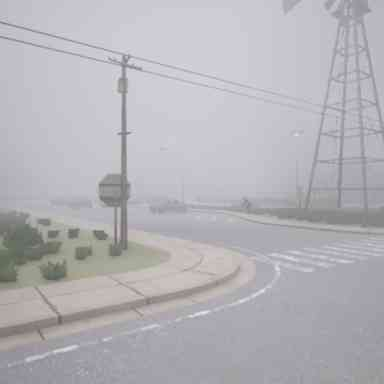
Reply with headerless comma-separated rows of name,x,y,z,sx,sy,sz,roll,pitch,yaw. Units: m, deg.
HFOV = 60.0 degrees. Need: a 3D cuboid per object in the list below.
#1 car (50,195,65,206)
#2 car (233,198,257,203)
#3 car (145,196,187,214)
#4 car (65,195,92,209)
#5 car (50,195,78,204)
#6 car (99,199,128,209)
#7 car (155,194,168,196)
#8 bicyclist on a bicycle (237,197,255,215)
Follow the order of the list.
car,-21.300,1.497,53.354,2.128,1.511,4.902,0,0,-37
car,7.099,1.531,44.371,3.905,1.438,1.784,0,0,-36
car,-2.566,1.512,35.797,4.193,1.474,1.816,0,0,-36
car,-15.290,1.358,45.348,2.097,1.767,4.553,0,0,-36
car,-25.325,1.488,65.842,4.611,1.667,2.242,0,0,-36
car,-11.002,1.320,46.329,3.866,1.878,1.905,0,0,-36
car,-6.347,1.321,62.386,4.605,1.855,1.932,0,0,-36
bicyclist on a bicycle,4.882,1.308,30.202,1.656,1.620,0.582,0,0,-2
